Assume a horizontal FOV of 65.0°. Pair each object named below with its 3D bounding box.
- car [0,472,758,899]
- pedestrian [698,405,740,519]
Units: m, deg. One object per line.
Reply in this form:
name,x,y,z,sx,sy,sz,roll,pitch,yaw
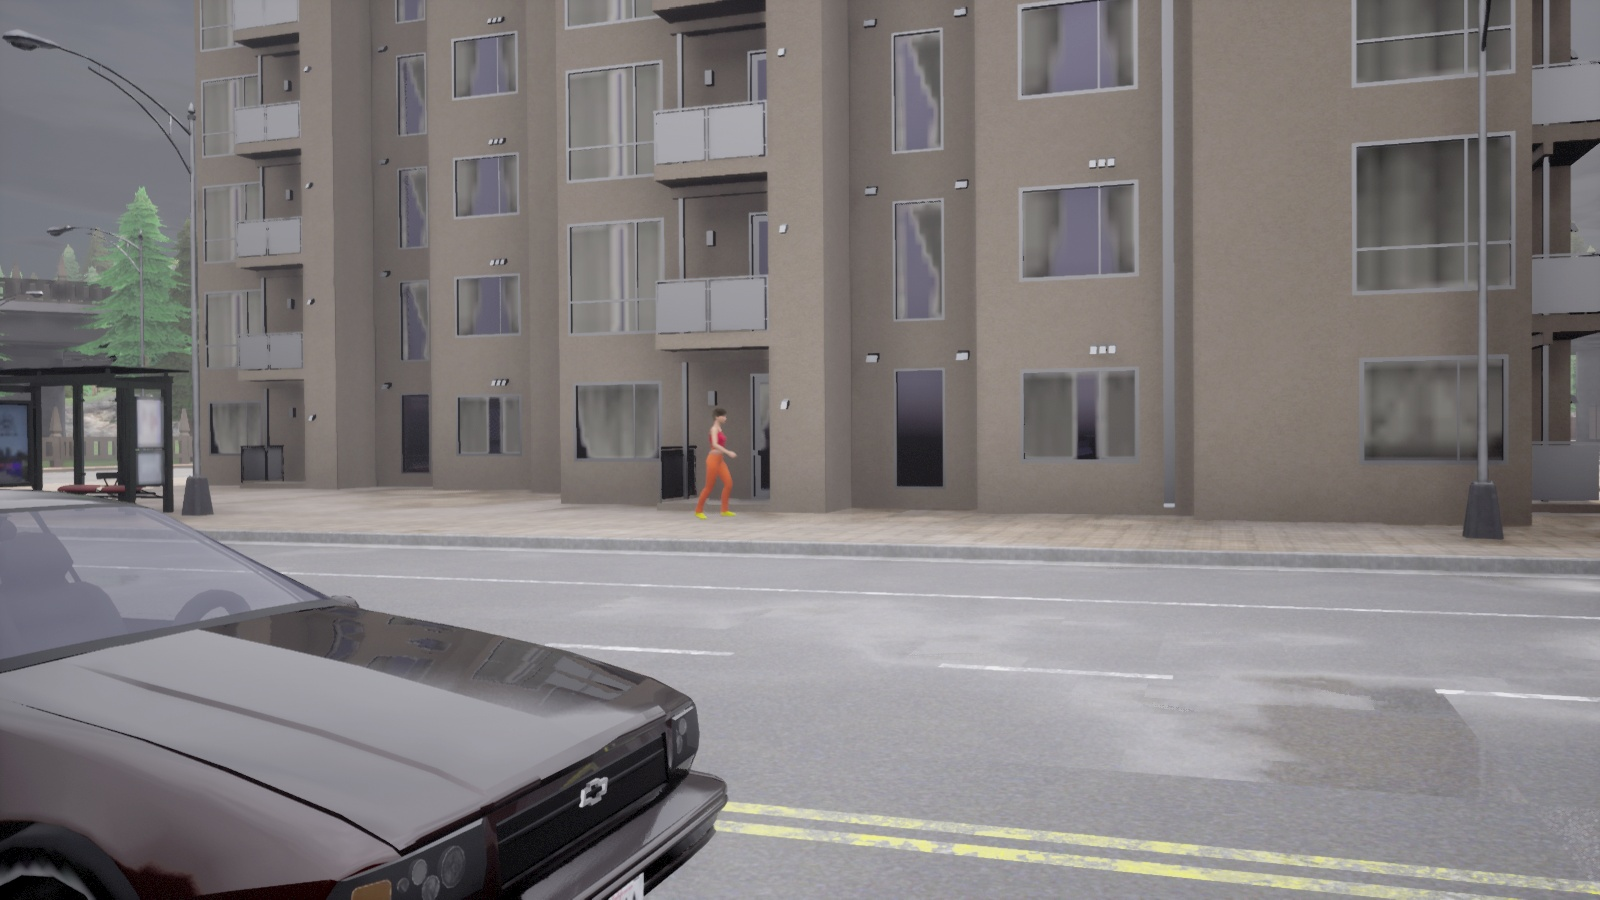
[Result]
car,-3.007,0.816,4.206,5.357,1.411,2.033,0,1,19
pedestrian,-1.318,0.188,20.531,0.594,1.836,0.345,0,1,18
